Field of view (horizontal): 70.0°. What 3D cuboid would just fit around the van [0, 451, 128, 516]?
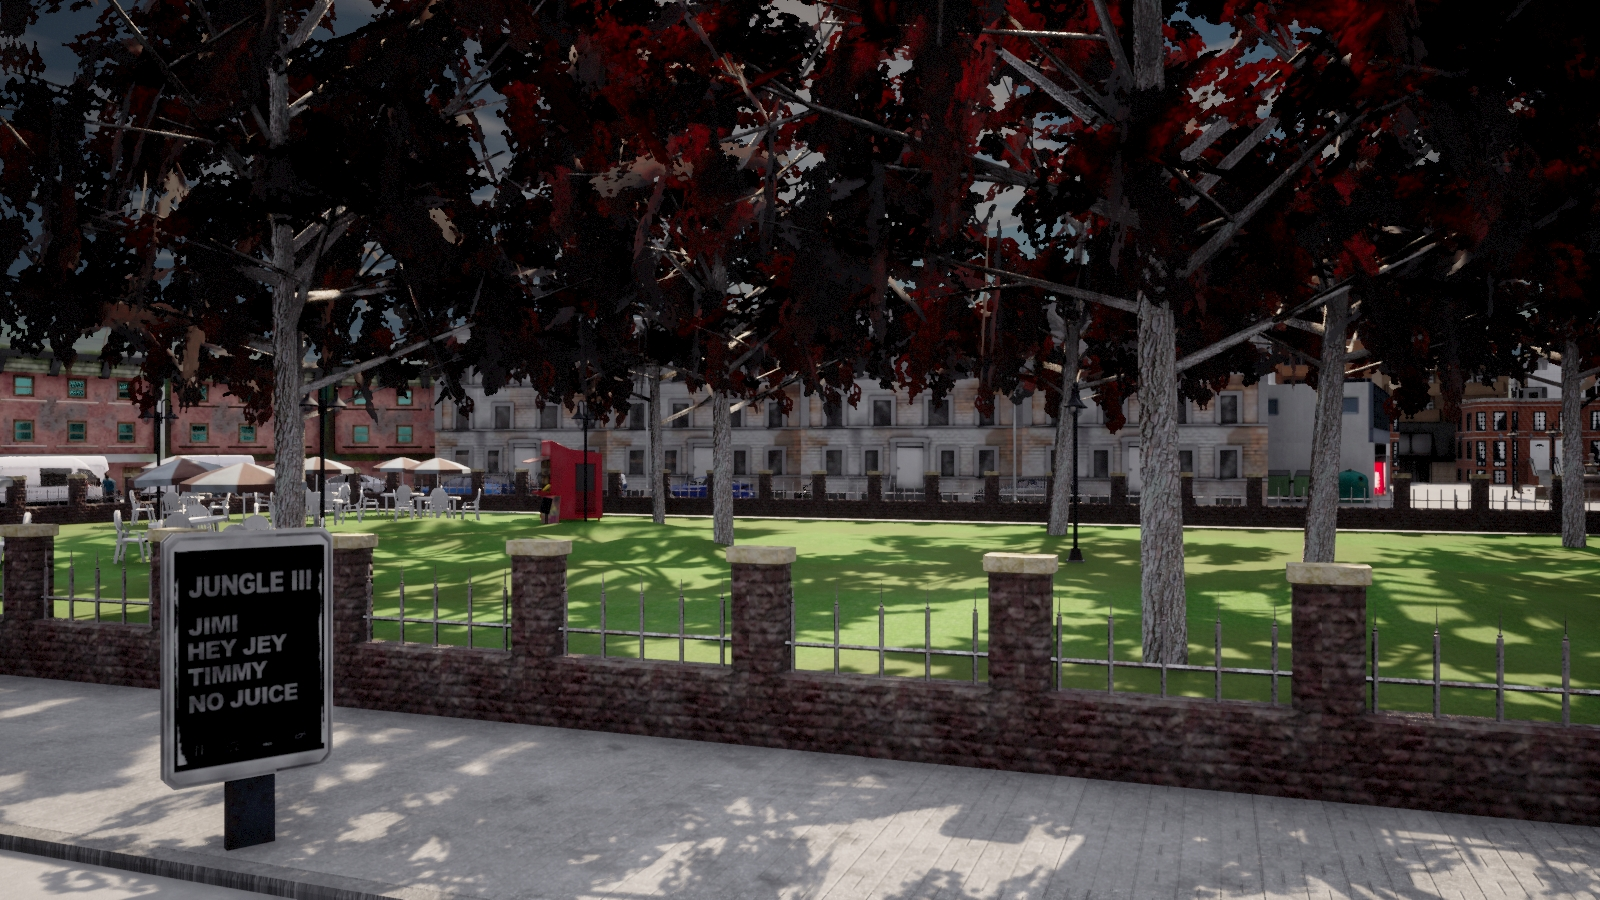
[{"bbox_3d":[-31.550,1.333,47.918,1.988,2.561,5.915,0,0,20],"label":"van"}]

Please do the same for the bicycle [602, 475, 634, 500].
[{"bbox_3d":[-9.502,1.948,59.688,1.643,1.296,0.373,0,0,20],"label":"bicycle"}]

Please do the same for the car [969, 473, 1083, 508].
[{"bbox_3d":[10.394,1.831,52.478,4.902,1.511,2.128,0,0,20],"label":"car"}]

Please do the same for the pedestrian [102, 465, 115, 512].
[{"bbox_3d":[-27.819,1.542,45.972,0.375,1.860,0.375,0,0,-15],"label":"pedestrian"}]

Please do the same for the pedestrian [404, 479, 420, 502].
[{"bbox_3d":[-18.450,1.920,54.309,0.500,1.100,0.500,0,0,17],"label":"pedestrian"}]

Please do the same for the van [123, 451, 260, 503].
[{"bbox_3d":[-31.314,1.336,58.944,1.988,2.561,5.915,0,0,41],"label":"van"}]

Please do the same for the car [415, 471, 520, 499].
[{"bbox_3d":[-18.262,1.902,62.828,5.357,1.411,2.033,0,0,19],"label":"car"}]
